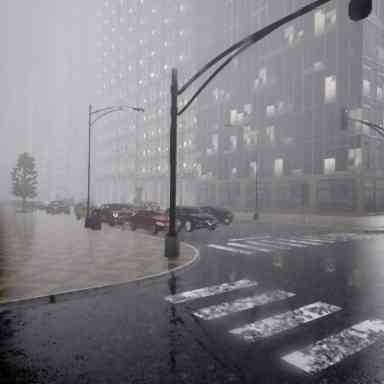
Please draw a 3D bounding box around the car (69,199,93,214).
[{"bbox_3d":[-11.971,1.817,37.849,2.128,1.511,4.902,1,-1,-35],"label":"car"}]

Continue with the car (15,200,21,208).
[{"bbox_3d":[-28.314,2.062,56.634,1.887,1.381,4.507,1,-1,-35],"label":"car"}]

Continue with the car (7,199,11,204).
[{"bbox_3d":[-34.834,2.209,65.944,1.802,1.307,4.206,1,-1,-35],"label":"car"}]

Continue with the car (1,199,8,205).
[{"bbox_3d":[-41.355,2.287,75.255,2.008,1.369,4.403,1,-1,-35],"label":"car"}]

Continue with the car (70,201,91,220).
[{"bbox_3d":[-8.655,1.713,28.563,1.752,1.417,4.829,1,-1,-35],"label":"car"}]

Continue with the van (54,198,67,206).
[{"bbox_3d":[-27.969,2.117,70.753,1.690,1.788,3.998,1,-1,-35],"label":"van"}]

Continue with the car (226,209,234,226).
[{"bbox_3d":[1.033,1.713,24.762,1.837,1.490,4.892,1,-1,-35],"label":"car"}]

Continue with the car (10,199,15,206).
[{"bbox_3d":[-31.574,2.123,61.289,2.008,1.369,4.403,1,-1,-35],"label":"car"}]

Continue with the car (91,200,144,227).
[{"bbox_3d":[-5.493,1.575,24.048,1.967,1.590,4.097,1,-1,-35],"label":"car"}]

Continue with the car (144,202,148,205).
[{"bbox_3d":[-6.051,1.731,29.375,1.837,1.490,4.892,1,-1,-35],"label":"car"}]

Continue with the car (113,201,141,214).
[{"bbox_3d":[-8.506,1.974,42.958,1.752,1.417,4.829,1,-1,-35],"label":"car"}]

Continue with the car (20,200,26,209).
[{"bbox_3d":[-25.054,2.029,51.979,1.947,1.339,4.313,1,-1,-35],"label":"car"}]

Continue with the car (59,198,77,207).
[{"bbox_3d":[-24.709,2.036,66.098,2.192,1.841,5.009,1,-1,-35],"label":"car"}]

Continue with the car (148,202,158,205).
[{"bbox_3d":[-5.149,1.833,38.164,1.967,1.590,4.097,1,-1,-35],"label":"car"}]

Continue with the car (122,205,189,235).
[{"bbox_3d":[-2.233,1.662,19.391,1.802,1.307,4.206,1,-1,-35],"label":"car"}]

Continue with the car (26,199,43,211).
[{"bbox_3d":[-21.794,1.959,47.323,2.008,1.369,4.403,1,-1,-35],"label":"car"}]

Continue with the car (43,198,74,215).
[{"bbox_3d":[-15.273,1.739,38.014,1.967,1.590,4.097,1,-1,-35],"label":"car"}]

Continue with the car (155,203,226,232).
[{"bbox_3d":[-0.286,1.634,21.139,1.837,1.490,4.892,1,-1,-33],"label":"car"}]
